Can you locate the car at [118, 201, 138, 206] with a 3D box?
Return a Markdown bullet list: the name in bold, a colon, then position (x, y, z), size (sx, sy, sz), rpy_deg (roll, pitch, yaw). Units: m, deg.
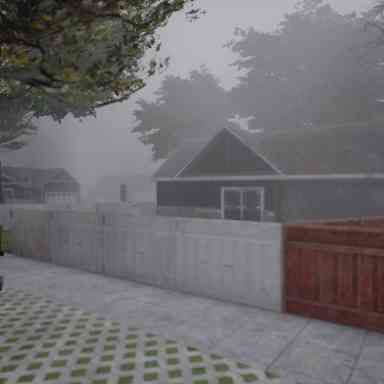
- **car**: position (-8.131, 1.719, 39.803), size (1.895, 1.301, 4.718), rpy_deg (1, 0, 35)
